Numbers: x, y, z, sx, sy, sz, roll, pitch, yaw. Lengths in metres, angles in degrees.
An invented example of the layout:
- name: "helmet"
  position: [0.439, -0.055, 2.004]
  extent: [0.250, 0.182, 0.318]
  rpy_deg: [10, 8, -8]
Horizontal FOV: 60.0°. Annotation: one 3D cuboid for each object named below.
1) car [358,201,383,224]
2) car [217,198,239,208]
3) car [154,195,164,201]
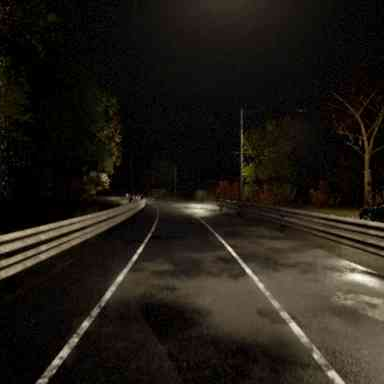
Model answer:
- name: "car"
  position: [13.840, 1.427, 22.055]
  extent: [2.150, 2.045, 5.566]
  rpy_deg: [0, 0, -19]
- name: "car"
  position: [5.208, 1.567, 46.544]
  extent: [1.837, 1.490, 4.892]
  rpy_deg: [1, 0, -19]
- name: "car"
  position: [-8.592, 1.424, 85.615]
  extent: [1.837, 1.490, 4.892]
  rpy_deg: [0, 0, -19]
